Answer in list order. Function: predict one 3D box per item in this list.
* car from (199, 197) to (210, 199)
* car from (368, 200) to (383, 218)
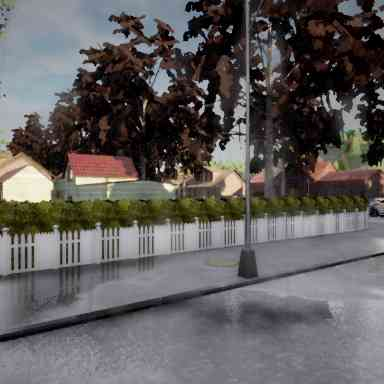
[{"bbox_3d":[1.645,1.491,50.452,2.128,1.511,4.902,0,0,-36],"label":"car"},{"bbox_3d":[17.366,1.221,27.783,2.150,2.045,5.566,-1,0,-36],"label":"car"}]
